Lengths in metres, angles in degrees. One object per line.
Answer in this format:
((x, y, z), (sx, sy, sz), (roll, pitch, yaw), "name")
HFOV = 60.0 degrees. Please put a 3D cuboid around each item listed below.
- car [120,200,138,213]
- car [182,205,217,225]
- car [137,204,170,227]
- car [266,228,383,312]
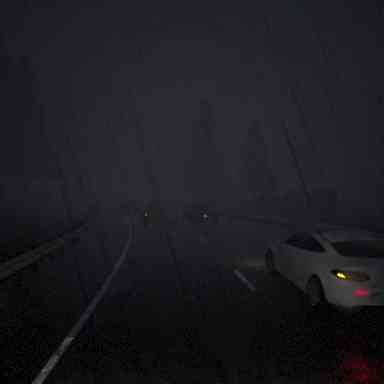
((-7.675, 1.731, 40.772), (1.837, 1.490, 4.892), (0, 0, -20), "car")
((0.511, 1.694, 25.477), (1.994, 1.385, 4.181), (0, 0, -12), "car")
((-2.736, 1.655, 24.006), (1.812, 1.442, 4.674), (0, 0, -12), "car")
((3.156, 1.559, 7.716), (1.812, 1.442, 4.674), (0, 0, -4), "car")
